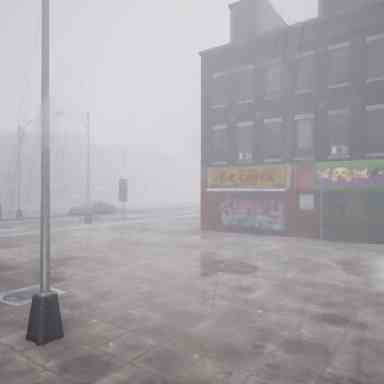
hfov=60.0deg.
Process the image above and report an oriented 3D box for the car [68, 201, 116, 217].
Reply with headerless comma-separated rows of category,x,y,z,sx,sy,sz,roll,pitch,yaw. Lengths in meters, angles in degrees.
car,-8.699,1.489,29.268,1.994,1.385,4.181,0,0,35
